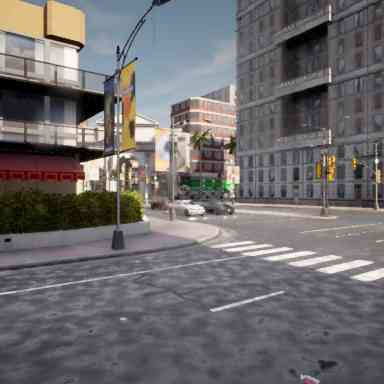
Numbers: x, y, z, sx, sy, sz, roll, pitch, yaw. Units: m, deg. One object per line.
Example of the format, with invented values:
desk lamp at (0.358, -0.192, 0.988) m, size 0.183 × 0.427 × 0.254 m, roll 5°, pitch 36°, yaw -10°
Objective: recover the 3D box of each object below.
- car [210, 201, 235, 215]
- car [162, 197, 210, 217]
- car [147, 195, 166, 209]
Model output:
car at (2.423, 1.564, 33.825) m, size 1.994 × 1.385 × 4.181 m, roll 0°, pitch 0°, yaw -35°
car at (-0.648, 1.526, 32.105) m, size 1.812 × 1.442 × 4.674 m, roll 0°, pitch 0°, yaw -35°
car at (-3.444, 1.352, 42.198) m, size 2.097 × 1.767 × 4.553 m, roll 0°, pitch 0°, yaw -35°
